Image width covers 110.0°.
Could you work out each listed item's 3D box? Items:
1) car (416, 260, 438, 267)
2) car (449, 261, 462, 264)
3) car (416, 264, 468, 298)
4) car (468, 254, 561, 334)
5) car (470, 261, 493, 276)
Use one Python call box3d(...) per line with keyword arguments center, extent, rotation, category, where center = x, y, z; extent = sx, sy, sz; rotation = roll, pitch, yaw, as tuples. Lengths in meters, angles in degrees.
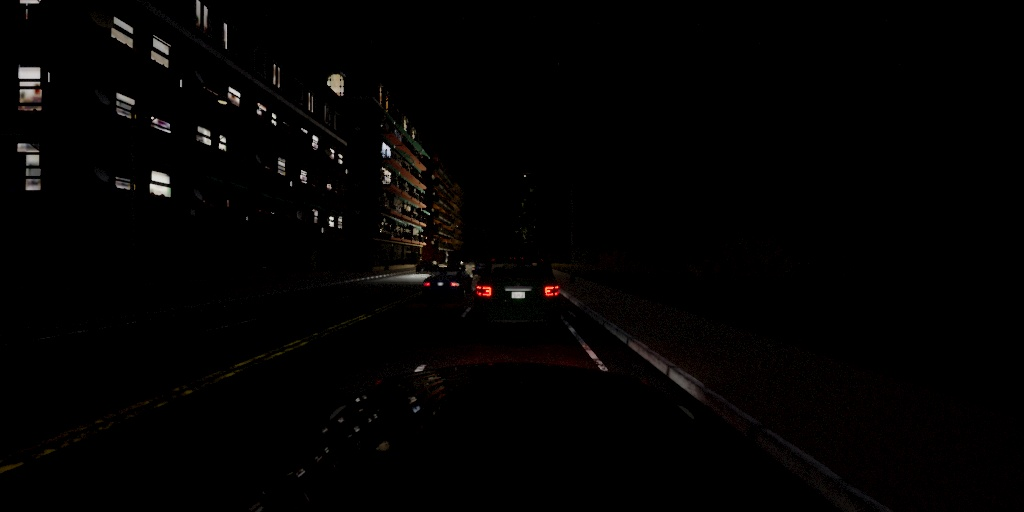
box3d(center=(-9.842, 1.245, 41.901), extent=(2.128, 1.511, 4.902), rotation=(0, 0, 0), category="car")
box3d(center=(-6.592, 1.301, 42.005), extent=(2.033, 1.411, 5.357), rotation=(0, 0, 0), category="car")
box3d(center=(-3.147, 1.300, 18.296), extent=(2.033, 1.411, 5.357), rotation=(0, 0, 0), category="car")
box3d(center=(0.104, 0.973, 10.765), extent=(2.150, 2.045, 5.566), rotation=(0, 0, -1), category="car")
box3d(center=(-3.146, 1.301, 37.861), extent=(2.033, 1.411, 5.357), rotation=(0, 0, 0), category="car")
